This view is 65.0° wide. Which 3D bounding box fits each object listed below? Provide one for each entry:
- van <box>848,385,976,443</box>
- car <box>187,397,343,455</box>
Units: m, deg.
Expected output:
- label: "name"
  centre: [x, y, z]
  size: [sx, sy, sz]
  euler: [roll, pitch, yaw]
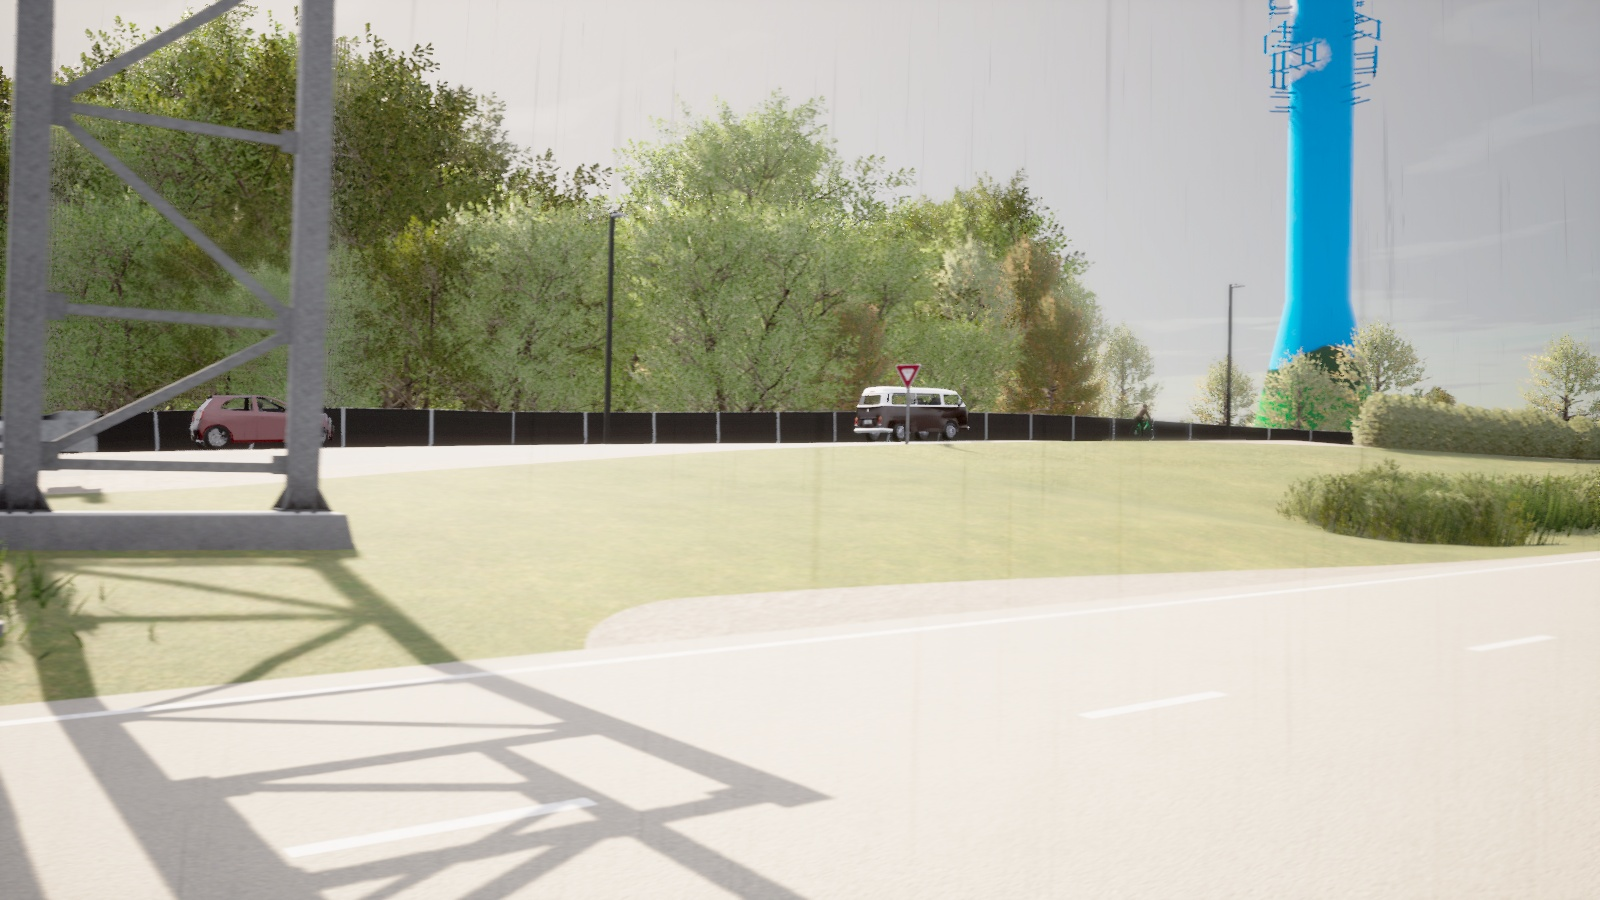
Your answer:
- label: "van"
  centre: [4.208, -1.335, 46.787]
  size: [4.480, 2.038, 2.069]
  euler: [-1, 1, -37]
- label: "car"
  centre: [-14.691, -0.675, 34.531]
  size: [3.633, 1.501, 1.845]
  euler: [-2, 1, -34]
